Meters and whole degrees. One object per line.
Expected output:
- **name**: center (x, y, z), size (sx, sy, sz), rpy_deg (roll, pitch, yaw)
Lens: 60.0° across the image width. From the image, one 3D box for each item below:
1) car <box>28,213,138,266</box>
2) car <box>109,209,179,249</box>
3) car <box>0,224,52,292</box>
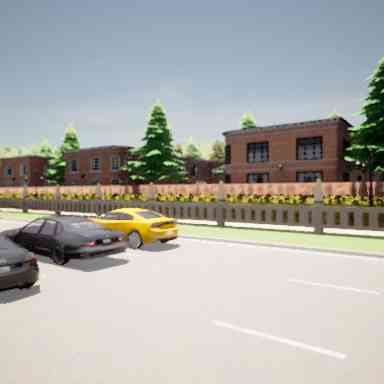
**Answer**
- **car**: center (-4.633, 1.541, 11.591), size (5.357, 1.411, 2.033), rpy_deg (0, 0, 35)
- **car**: center (-2.882, 1.472, 14.642), size (5.008, 1.535, 1.882), rpy_deg (0, 0, 35)
- **car**: center (-5.503, 1.558, 7.913), size (4.181, 1.385, 1.994), rpy_deg (0, 0, 35)
